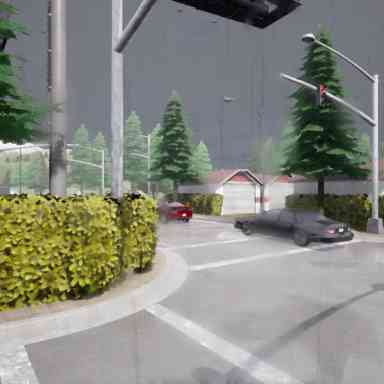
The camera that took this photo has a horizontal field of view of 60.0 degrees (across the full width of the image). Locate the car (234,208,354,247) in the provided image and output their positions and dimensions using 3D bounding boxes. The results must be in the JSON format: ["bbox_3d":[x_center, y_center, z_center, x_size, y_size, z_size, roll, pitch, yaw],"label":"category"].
[{"bbox_3d":[4.264,1.421,14.795,2.033,1.411,5.357,0,2,-35],"label":"car"}]

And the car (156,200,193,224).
[{"bbox_3d":[-1.934,1.305,23.388,1.882,1.535,5.008,-1,1,-35],"label":"car"}]
